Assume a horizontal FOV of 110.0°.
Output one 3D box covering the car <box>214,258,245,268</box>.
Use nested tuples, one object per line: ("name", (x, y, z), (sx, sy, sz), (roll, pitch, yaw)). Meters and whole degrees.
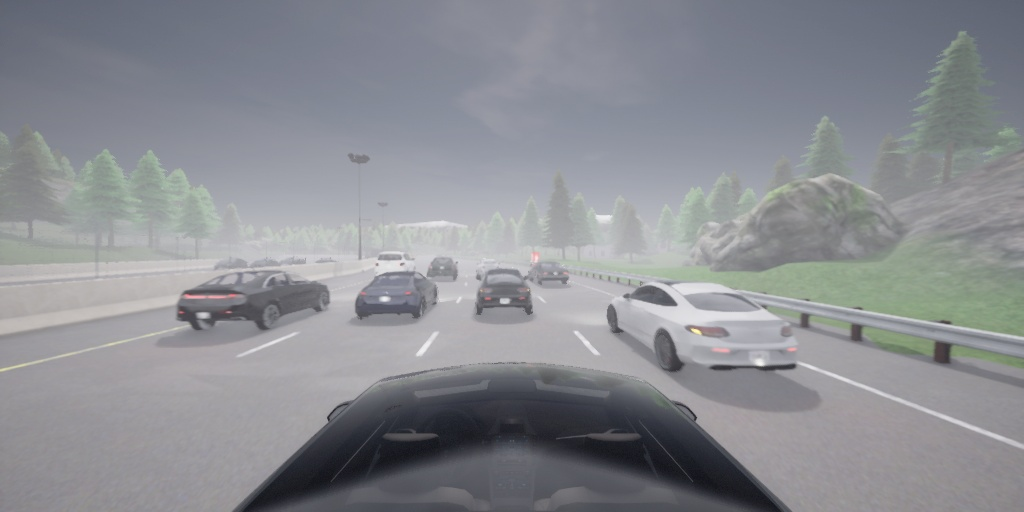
("car", (-32.790, 0.917, 42.072), (1.812, 1.442, 4.674), (0, 1, -12))

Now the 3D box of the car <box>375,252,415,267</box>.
("car", (-8.630, 0.715, 26.767), (2.150, 2.045, 5.566), (0, 1, -7))

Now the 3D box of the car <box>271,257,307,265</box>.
("car", (-25.629, 0.863, 41.918), (2.128, 1.511, 4.902), (0, 1, -11))

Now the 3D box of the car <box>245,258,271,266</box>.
("car", (-29.526, 0.935, 42.990), (1.994, 1.385, 4.181), (0, 1, -12))

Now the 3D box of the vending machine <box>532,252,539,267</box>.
("vending machine", (3.196, 0.413, 48.734), (1.100, 2.100, 0.880), (0, 0, -13))

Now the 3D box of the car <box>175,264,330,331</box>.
("car", (-7.219, 1.157, 10.676), (2.128, 1.511, 4.902), (0, 0, -3))

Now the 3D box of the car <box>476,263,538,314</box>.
("car", (-0.334, 1.151, 13.021), (1.812, 1.442, 4.674), (0, 1, -3))

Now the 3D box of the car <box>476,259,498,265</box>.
("car", (-1.897, 0.976, 29.067), (1.812, 1.442, 4.674), (0, 1, -8))

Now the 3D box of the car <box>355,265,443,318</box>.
("car", (-3.809, 1.205, 12.461), (1.994, 1.385, 4.181), (0, 1, -3))

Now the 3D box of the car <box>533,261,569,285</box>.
("car", (2.304, 1.049, 23.480), (2.033, 1.411, 5.357), (0, 1, -6))

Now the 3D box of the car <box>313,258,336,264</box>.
("car", (-22.175, 0.919, 42.606), (1.994, 1.385, 4.181), (0, 1, -11))

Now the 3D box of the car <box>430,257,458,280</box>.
("car", (-5.230, 0.829, 27.568), (2.097, 1.767, 4.553), (0, 1, -7))

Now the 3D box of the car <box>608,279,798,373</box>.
("car", (3.407, 1.204, 7.335), (1.812, 1.442, 4.674), (0, 1, -2))
